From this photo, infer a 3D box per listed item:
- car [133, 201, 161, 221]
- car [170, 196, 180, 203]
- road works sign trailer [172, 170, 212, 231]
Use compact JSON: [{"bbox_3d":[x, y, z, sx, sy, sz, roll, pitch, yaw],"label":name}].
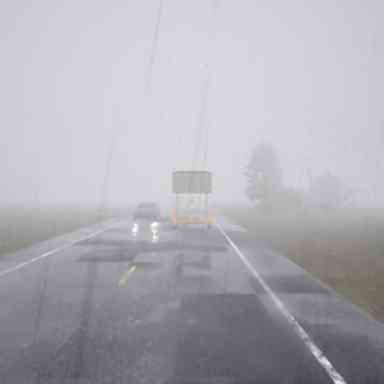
[{"bbox_3d":[-3.595,1.523,27.130,1.837,1.490,4.892,0,0,0],"label":"car"},{"bbox_3d":[-3.495,1.569,69.247,1.837,1.490,4.892,0,0,0],"label":"car"},{"bbox_3d":[0.001,0.477,20.463,2.380,3.560,2.880,0,0,0],"label":"road works sign trailer"}]
